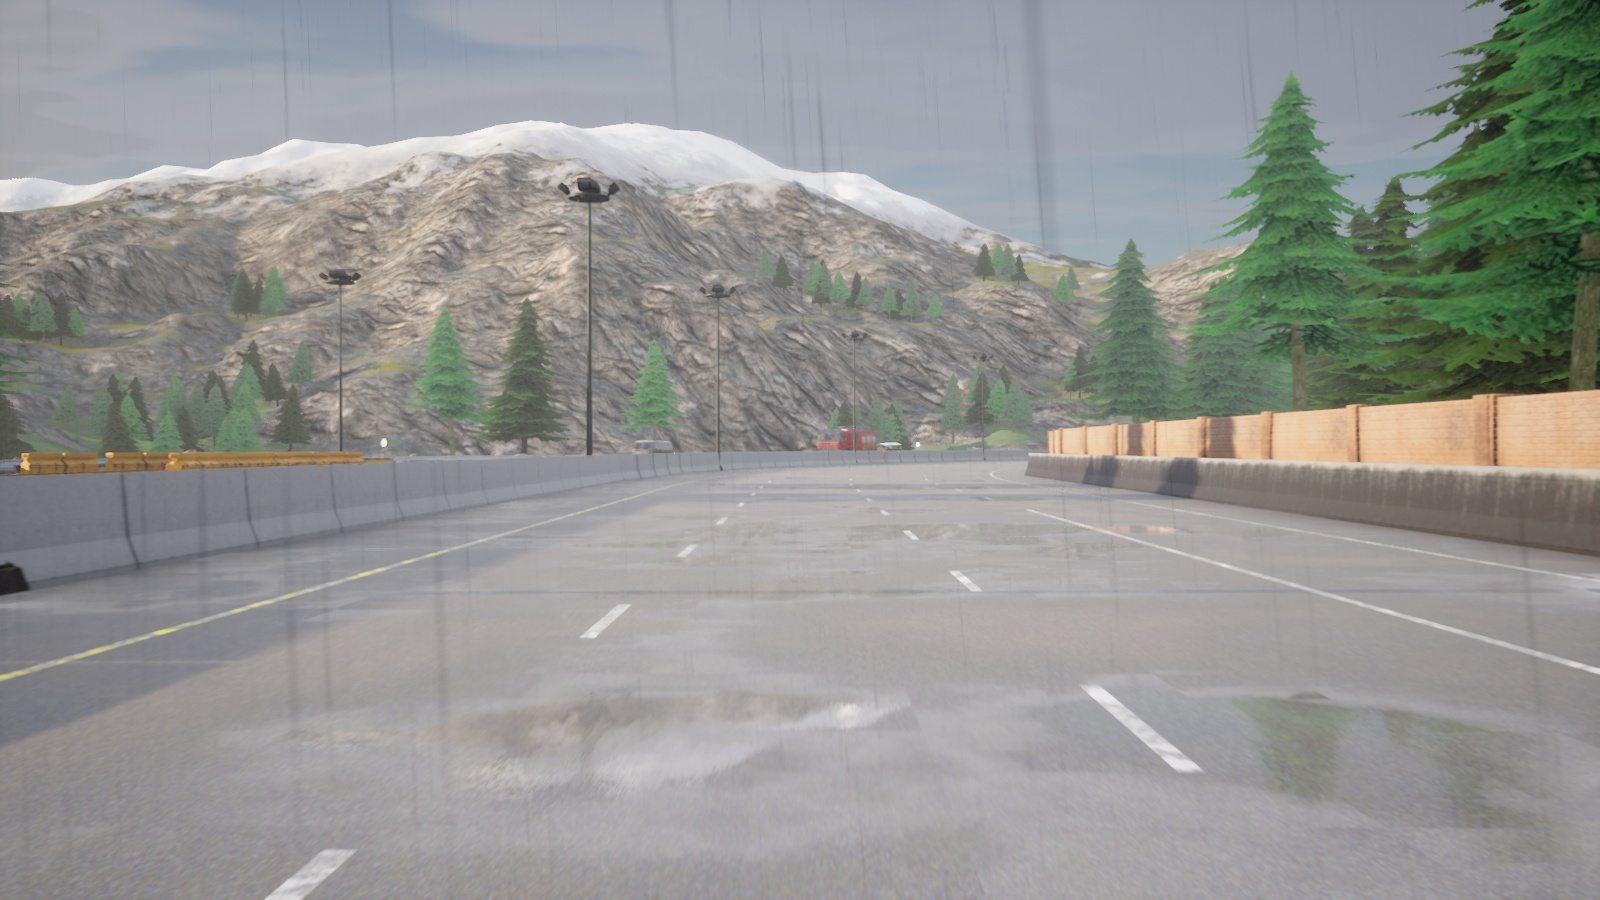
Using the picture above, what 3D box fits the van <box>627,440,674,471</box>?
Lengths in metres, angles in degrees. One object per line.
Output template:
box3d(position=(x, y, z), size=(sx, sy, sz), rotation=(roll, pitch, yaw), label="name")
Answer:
box3d(position=(-9.923, 0.333, 83.604), size=(1.775, 1.987, 4.442), rotation=(0, 0, 12), label="van")
